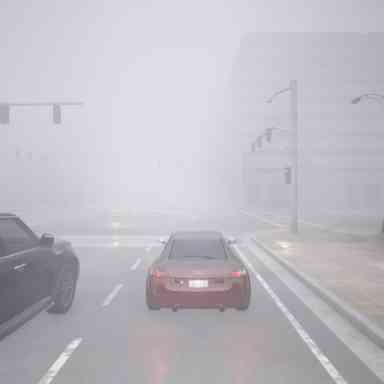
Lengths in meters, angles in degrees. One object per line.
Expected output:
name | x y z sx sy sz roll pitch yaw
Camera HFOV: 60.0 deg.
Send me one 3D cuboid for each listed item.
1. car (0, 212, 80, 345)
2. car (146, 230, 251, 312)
car | -3.394 1.221 4.460 2.150 2.045 5.566 0 0 1
car | 0.117 1.564 7.784 1.994 1.385 4.181 0 0 0
